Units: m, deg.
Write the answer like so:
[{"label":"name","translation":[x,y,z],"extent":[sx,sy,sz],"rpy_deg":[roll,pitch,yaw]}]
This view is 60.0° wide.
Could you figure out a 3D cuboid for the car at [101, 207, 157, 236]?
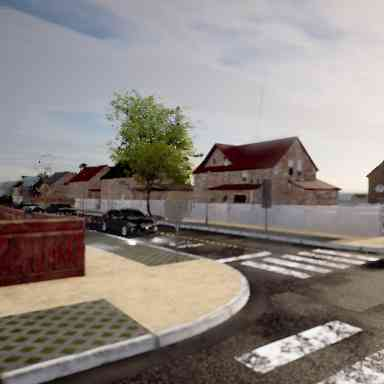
[{"label":"car","translation":[-3.896,1.716,20.068],"extent":[1.837,1.490,4.892],"rpy_deg":[0,0,-37]}]

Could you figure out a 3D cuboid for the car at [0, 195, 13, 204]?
[{"label":"car","translation":[-42.727,1.757,76.627],"extent":[2.150,2.045,5.566],"rpy_deg":[0,0,-37]}]

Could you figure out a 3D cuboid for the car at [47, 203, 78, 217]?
[{"label":"car","translation":[-12.194,1.784,31.150],"extent":[1.837,1.490,4.892],"rpy_deg":[0,-1,-37]}]

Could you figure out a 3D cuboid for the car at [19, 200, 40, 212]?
[{"label":"car","translation":[-21.324,1.845,43.462],"extent":[2.128,1.511,4.902],"rpy_deg":[0,-1,-36]}]
